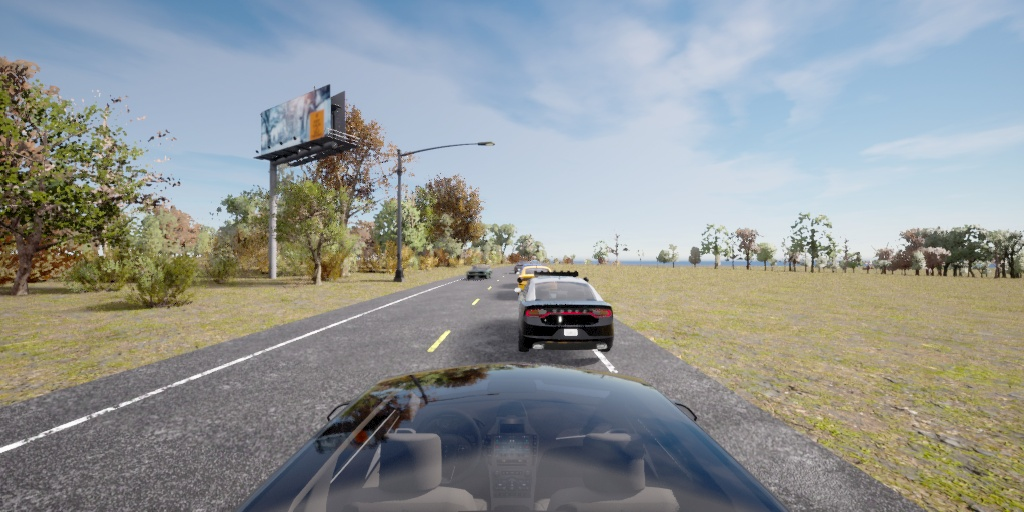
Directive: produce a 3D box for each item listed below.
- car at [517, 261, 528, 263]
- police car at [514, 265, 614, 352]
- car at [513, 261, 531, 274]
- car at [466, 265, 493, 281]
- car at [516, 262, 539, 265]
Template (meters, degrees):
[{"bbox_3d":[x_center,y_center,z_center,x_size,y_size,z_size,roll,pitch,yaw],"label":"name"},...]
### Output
[{"bbox_3d":[1.421,1.295,24.902,1.882,1.535,5.008,0,0,2],"label":"car"},{"bbox_3d":[1.092,1.184,9.068,1.930,1.638,5.238,0,0,1],"label":"police car"},{"bbox_3d":[1.326,1.466,45.966,2.128,1.511,4.902,0,0,4],"label":"car"},{"bbox_3d":[-2.855,1.462,31.953,1.895,1.301,4.718,0,0,2],"label":"car"},{"bbox_3d":[1.259,1.266,18.924,1.882,1.535,5.008,0,0,1],"label":"car"}]
